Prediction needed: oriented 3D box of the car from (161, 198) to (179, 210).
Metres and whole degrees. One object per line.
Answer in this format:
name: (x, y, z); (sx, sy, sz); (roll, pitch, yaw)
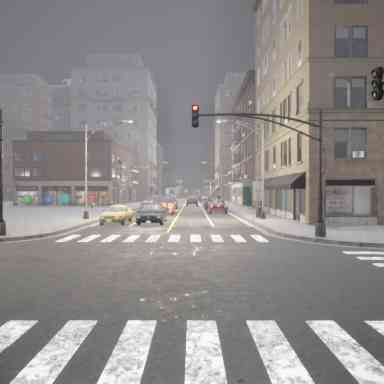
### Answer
car: (-2.807, 1.550, 44.238); (2.033, 1.411, 5.357); (0, 0, 0)

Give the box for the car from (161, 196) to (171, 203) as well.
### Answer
car: (-5.328, 1.532, 69.197); (1.752, 1.417, 4.829); (0, 0, 0)

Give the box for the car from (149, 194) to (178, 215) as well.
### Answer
car: (-2.823, 1.354, 33.831); (2.097, 1.767, 4.553); (0, 0, 0)

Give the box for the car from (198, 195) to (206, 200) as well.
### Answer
car: (2.717, 1.577, 92.008); (1.947, 1.339, 4.313); (0, 0, 0)

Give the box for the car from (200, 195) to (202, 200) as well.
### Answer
car: (2.682, 1.530, 52.544); (1.752, 1.417, 4.829); (0, 0, 0)

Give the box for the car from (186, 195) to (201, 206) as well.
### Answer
car: (0.047, 1.509, 54.009); (1.837, 1.490, 4.892); (0, 0, 0)

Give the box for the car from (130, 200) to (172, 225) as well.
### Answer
car: (-2.828, 1.549, 24.182); (2.033, 1.411, 5.357); (0, 0, 0)

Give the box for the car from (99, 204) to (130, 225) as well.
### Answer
car: (-5.368, 1.526, 23.902); (1.752, 1.417, 4.829); (0, 0, 0)

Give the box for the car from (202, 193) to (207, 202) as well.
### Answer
car: (2.672, 1.318, 41.050); (2.192, 1.841, 5.009); (0, 0, 0)

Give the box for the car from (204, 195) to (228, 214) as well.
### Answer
car: (2.667, 1.442, 35.388); (1.967, 1.590, 4.097); (0, 0, 0)

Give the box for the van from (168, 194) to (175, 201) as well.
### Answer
van: (-5.313, 1.351, 86.353); (1.690, 1.788, 3.998); (0, 0, 0)

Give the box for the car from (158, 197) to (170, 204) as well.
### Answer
car: (-5.333, 1.587, 63.706); (1.802, 1.307, 4.206); (0, 0, 0)

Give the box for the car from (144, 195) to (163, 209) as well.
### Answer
car: (-5.348, 1.318, 46.720); (2.192, 1.841, 5.009); (0, 0, 0)

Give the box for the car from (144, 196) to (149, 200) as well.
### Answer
car: (-5.353, 1.553, 41.058); (2.008, 1.369, 4.403); (0, 0, 0)
